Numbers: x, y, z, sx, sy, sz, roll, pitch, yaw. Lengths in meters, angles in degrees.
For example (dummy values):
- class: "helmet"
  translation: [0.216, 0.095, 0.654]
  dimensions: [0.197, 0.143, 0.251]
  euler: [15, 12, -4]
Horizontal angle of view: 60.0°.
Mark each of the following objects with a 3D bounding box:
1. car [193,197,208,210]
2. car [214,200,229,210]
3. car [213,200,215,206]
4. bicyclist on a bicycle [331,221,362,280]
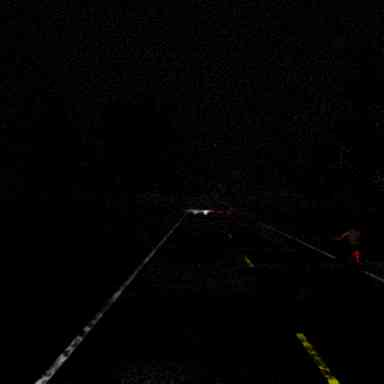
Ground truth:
- class: "car"
  translation: [1.443, 1.800, 54.280]
  dimensions: [2.150, 2.045, 5.566]
  euler: [2, 0, 2]
- class: "car"
  translation: [5.089, 2.217, 54.664]
  dimensions: [1.812, 1.442, 4.674]
  euler: [2, 0, 2]
- class: "car"
  translation: [5.521, 2.420, 72.662]
  dimensions: [2.033, 1.411, 5.357]
  euler: [2, -1, 2]
- class: "bicyclist on a bicycle"
  translation: [4.666, 1.674, 9.887]
  dimensions: [0.866, 1.612, 1.509]
  euler: [2, -1, 1]
